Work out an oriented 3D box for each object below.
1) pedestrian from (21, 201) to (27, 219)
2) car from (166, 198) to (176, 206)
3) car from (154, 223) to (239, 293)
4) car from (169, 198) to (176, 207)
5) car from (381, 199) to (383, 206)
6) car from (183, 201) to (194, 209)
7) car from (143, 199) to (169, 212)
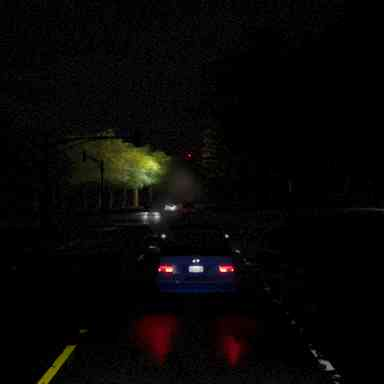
[{"bbox_3d":[-18.094,1.914,35.666,0.375,1.860,0.375,0,1,2],"label":"pedestrian"},{"bbox_3d":[-4.627,2.212,74.079,2.097,1.767,4.553,0,-1,-1],"label":"car"},{"bbox_3d":[0.089,1.549,8.997,2.033,1.411,5.357,0,0,0],"label":"car"},{"bbox_3d":[-4.428,2.220,62.686,1.895,1.301,4.718,0,-1,-1],"label":"car"},{"bbox_3d":[19.964,0.663,30.339,4.892,1.490,1.837,-2,-1,2],"label":"car"},{"bbox_3d":[-0.603,2.096,55.648,1.895,1.301,4.718,0,-1,-1],"label":"car"},{"bbox_3d":[-4.753,1.873,42.727,1.895,1.301,4.718,0,-1,10],"label":"car"}]
